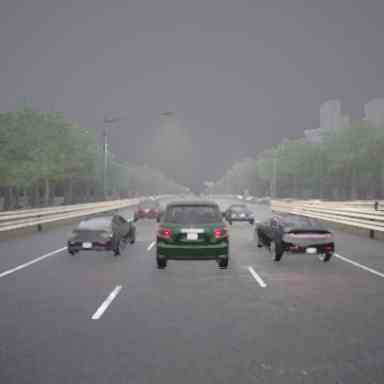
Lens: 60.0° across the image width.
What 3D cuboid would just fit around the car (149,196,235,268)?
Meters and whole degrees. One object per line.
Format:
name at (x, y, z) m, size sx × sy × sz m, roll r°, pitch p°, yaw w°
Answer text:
car at (0.032, 1.282, 11.614) m, size 2.150 × 2.045 × 5.566 m, roll 0°, pitch 0°, yaw 0°

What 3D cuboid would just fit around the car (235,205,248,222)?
car at (3.523, 1.668, 25.469) m, size 2.033 × 1.411 × 5.357 m, roll 0°, pitch 0°, yaw 0°

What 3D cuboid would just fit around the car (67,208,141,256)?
car at (-3.450, 1.593, 13.322) m, size 1.812 × 1.442 × 4.674 m, roll 0°, pitch 0°, yaw 1°

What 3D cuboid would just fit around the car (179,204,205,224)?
car at (0.038, 1.726, 27.046) m, size 1.895 × 1.301 × 4.718 m, roll 0°, pitch 0°, yaw 1°

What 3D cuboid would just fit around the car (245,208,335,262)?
car at (3.544, 1.552, 12.297) m, size 2.128 × 1.511 × 4.902 m, roll 0°, pitch -1°, yaw 0°

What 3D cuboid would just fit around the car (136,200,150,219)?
car at (-3.459, 1.478, 27.587) m, size 2.097 × 1.767 × 4.553 m, roll 0°, pitch 0°, yaw 0°
